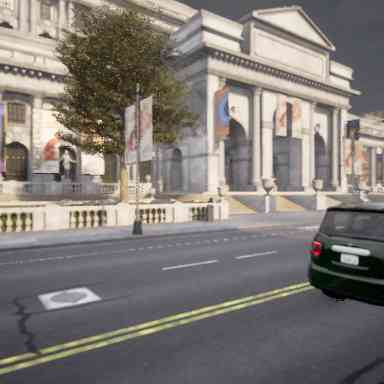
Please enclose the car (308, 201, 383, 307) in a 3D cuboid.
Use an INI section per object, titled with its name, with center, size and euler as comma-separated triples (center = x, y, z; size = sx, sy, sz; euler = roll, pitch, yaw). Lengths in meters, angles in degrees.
[car]
center = 4.840, 1.219, 7.122
size = 5.566, 2.045, 2.150
euler = 0, 0, -35
